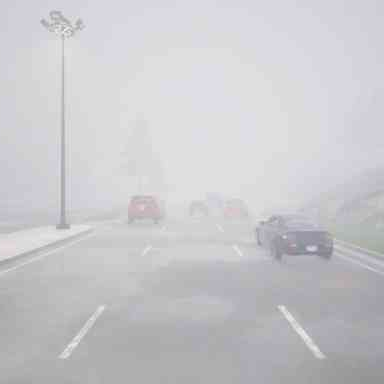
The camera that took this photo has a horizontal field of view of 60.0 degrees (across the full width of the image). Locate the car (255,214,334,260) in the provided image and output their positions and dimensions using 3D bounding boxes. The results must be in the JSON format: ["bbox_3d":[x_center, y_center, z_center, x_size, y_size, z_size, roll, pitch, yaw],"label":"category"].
[{"bbox_3d":[3.601,1.524,12.294,1.812,1.442,4.674,0,0,0],"label":"car"}]

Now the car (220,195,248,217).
[{"bbox_3d":[3.959,1.347,30.997,2.097,1.767,4.553,0,0,4],"label":"car"}]

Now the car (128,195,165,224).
[{"bbox_3d":[-3.339,1.218,25.034,2.150,2.045,5.566,0,0,1],"label":"car"}]

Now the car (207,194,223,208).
[{"bbox_3d":[3.237,1.215,43.865,2.150,2.045,5.566,0,0,16],"label":"car"}]

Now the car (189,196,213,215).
[{"bbox_3d":[0.803,1.500,33.673,1.837,1.490,4.892,0,0,7],"label":"car"}]
